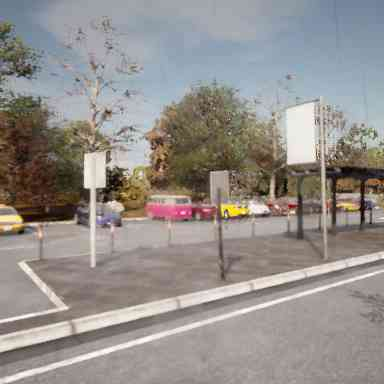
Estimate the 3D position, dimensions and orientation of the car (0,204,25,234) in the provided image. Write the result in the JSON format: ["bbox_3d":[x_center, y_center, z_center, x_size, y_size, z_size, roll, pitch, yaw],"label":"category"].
[{"bbox_3d":[-10.758,1.479,18.780,1.946,1.575,5.366,0,0,-36],"label":"car"}]

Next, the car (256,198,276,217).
[{"bbox_3d":[4.936,1.494,30.238,2.002,1.452,4.674,0,0,-36],"label":"car"}]

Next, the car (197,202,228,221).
[{"bbox_3d":[0.421,1.501,27.005,2.002,1.452,4.674,0,0,-36],"label":"car"}]

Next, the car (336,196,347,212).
[{"bbox_3d":[13.945,1.471,36.724,2.163,1.488,4.792,0,0,-36],"label":"car"}]

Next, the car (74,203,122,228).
[{"bbox_3d":[-6.334,1.503,22.139,2.163,1.488,4.792,0,0,-36],"label":"car"}]

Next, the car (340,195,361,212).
[{"bbox_3d":[16.326,1.436,38.164,1.946,1.575,5.366,0,0,-36],"label":"car"}]

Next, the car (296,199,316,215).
[{"bbox_3d":[9.445,1.447,33.475,2.097,1.535,5.008,0,0,-36],"label":"car"}]

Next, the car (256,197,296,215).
[{"bbox_3d":[7.173,1.324,31.880,2.185,1.767,4.553,0,0,-36],"label":"car"}]

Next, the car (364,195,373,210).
[{"bbox_3d":[18.459,1.466,39.955,2.163,1.488,4.792,0,0,-36],"label":"car"}]

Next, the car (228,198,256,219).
[{"bbox_3d":[2.680,1.457,28.620,2.097,1.535,5.008,0,0,-36],"label":"car"}]

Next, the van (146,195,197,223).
[{"bbox_3d":[-1.906,1.239,25.487,1.878,1.987,4.442,0,0,-36],"label":"van"}]

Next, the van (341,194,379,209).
[{"bbox_3d":[20.800,1.209,41.450,1.878,1.987,4.442,0,0,-36],"label":"van"}]

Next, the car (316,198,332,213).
[{"bbox_3d":[11.709,1.445,35.081,2.231,1.521,4.892,0,0,-36],"label":"car"}]
